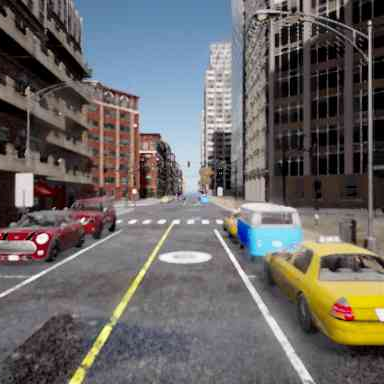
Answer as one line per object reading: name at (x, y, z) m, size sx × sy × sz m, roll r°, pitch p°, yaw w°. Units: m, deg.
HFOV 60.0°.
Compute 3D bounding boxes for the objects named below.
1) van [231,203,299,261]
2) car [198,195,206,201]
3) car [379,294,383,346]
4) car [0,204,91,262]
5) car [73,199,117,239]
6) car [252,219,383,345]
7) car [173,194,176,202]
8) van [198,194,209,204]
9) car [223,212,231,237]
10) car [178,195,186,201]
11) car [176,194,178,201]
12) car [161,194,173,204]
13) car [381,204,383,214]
van at (2.573, 1.331, 11.887) m, size 1.690 × 1.788 × 3.998 m, roll 0°, pitch 0°, yaw 0°
car at (2.579, 1.612, 88.628) m, size 1.887 × 1.381 × 4.507 m, roll 0°, pitch 0°, yaw 0°
car at (2.570, 1.581, 0.818) m, size 1.802 × 1.307 × 4.206 m, roll 0°, pitch 0°, yaw 0°
car at (-5.308, 1.431, 11.882) m, size 1.967 × 1.590 × 4.097 m, roll 0°, pitch 0°, yaw 0°
car at (-5.307, 1.303, 17.418) m, size 2.192 × 1.841 × 5.009 m, roll 0°, pitch 0°, yaw 0°
car at (2.571, 1.519, 6.524) m, size 1.752 × 1.417 × 4.829 m, roll 0°, pitch 0°, yaw 0°
car at (-5.303, 1.481, 77.525) m, size 1.967 × 1.590 × 4.097 m, roll 0°, pitch 0°, yaw 0°
van at (2.577, 1.360, 66.419) m, size 1.690 × 1.788 × 3.998 m, roll 0°, pitch 0°, yaw 0°
car at (2.572, 1.513, 17.594) m, size 1.752 × 1.417 × 4.829 m, roll 0°, pitch 0°, yaw 0°
car at (-2.740, 1.581, 83.911) m, size 2.128 × 1.511 × 4.902 m, roll 0°, pitch 0°, yaw 0°
car at (-5.303, 1.619, 83.078) m, size 1.947 × 1.339 × 4.313 m, roll 0°, pitch 0°, yaw 0°
car at (-5.304, 1.544, 66.250) m, size 1.752 × 1.417 × 4.829 m, roll 0°, pitch 0°, yaw 0°
car at (16.821, 1.294, 24.661) m, size 4.902 × 1.511 × 2.128 m, roll -1°, pitch -1°, yaw 41°
